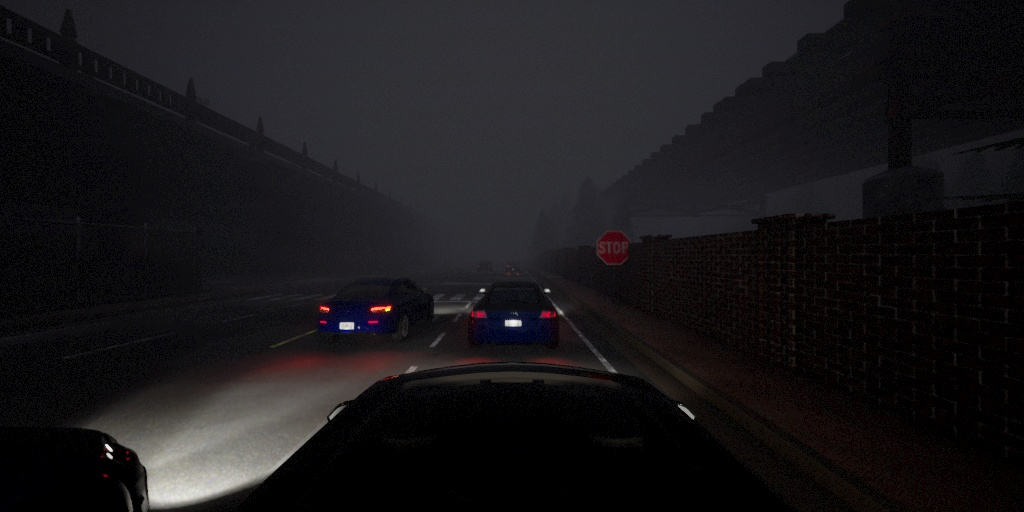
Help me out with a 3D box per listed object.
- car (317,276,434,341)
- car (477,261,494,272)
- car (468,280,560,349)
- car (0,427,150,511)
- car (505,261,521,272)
[{"bbox_3d":[-3.412,1.274,9.698,1.812,1.442,4.674,0,0,0],"label":"car"},{"bbox_3d":[-3.394,1.286,45.835,2.033,1.411,5.357,0,0,-1],"label":"car"},{"bbox_3d":[0.070,1.312,9.176,1.994,1.385,4.181,0,0,1],"label":"car"},{"bbox_3d":[-3.398,1.314,0.602,1.994,1.385,4.181,0,0,0],"label":"car"},{"bbox_3d":[0.101,1.339,45.994,1.895,1.301,4.718,0,0,-1],"label":"car"}]
